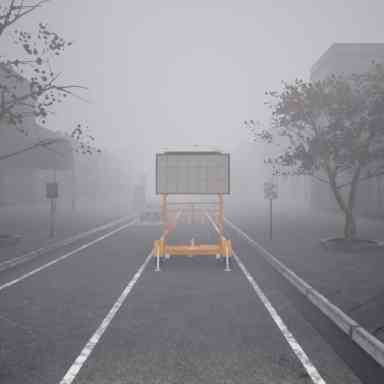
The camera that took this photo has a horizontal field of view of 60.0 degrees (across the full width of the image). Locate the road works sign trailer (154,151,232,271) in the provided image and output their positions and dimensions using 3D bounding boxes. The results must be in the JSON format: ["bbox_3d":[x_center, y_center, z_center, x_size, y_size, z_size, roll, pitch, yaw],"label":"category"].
[{"bbox_3d":[0.025,0.480,10.926,2.380,3.560,2.880,0,0,0],"label":"road works sign trailer"}]

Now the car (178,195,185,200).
[{"bbox_3d":[-2.798,1.287,88.675,1.812,1.442,4.674,0,0,0],"label":"car"}]

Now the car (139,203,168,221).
[{"bbox_3d":[-3.038,1.604,27.125,1.994,1.385,4.181,0,0,0],"label":"car"}]
